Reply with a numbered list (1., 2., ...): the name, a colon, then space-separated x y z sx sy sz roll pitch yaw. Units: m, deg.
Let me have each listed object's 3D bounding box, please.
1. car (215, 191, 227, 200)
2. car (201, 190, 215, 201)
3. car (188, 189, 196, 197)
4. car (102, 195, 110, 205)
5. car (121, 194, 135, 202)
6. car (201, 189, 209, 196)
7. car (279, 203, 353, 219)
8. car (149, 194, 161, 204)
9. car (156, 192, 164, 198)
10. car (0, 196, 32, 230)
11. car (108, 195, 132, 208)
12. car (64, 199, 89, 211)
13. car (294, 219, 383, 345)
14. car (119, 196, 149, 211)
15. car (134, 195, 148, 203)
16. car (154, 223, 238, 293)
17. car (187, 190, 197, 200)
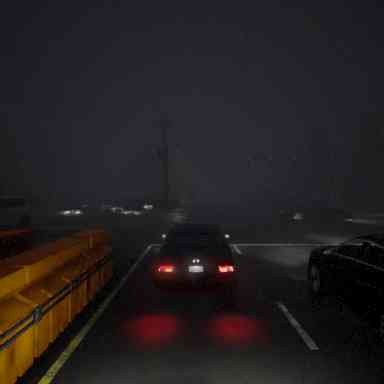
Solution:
1. car: 7.023 1.108 77.258 1.994 1.385 4.181 0 3 0
2. car: 3.526 0.948 76.541 2.097 1.767 4.553 0 3 0
3. car: -0.021 0.116 88.533 1.882 1.535 5.008 0 7 0
4. car: -13.996 1.352 57.228 2.097 1.767 4.553 0 0 0
5. car: -13.959 1.328 72.411 2.033 1.411 5.357 0 2 0
6. car: 3.479 0.190 88.555 1.994 1.385 4.181 0 7 0
7. car: 9.628 1.547 26.235 5.357 1.411 2.033 0 0 10
8. car: -7.000 1.490 57.185 2.128 1.511 4.902 0 0 0
9. car: -6.960 0.998 72.745 2.150 2.045 5.566 0 2 0
10. car: -10.572 1.223 17.491 2.150 2.045 5.566 0 0 0
11. car: -10.516 1.546 49.708 2.033 1.411 5.357 0 0 0
12. car: -14.034 1.564 40.679 1.994 1.385 4.181 0 0 0
13. car: 3.577 1.492 5.811 2.128 1.511 4.902 0 0 0
14. car: -7.033 1.548 40.878 2.033 1.411 5.357 0 0 0
15. car: -10.449 1.472 68.125 2.033 1.411 5.357 0 1 0
16. car: 0.096 1.547 8.990 2.033 1.411 5.357 0 0 0
17. car: 0.027 1.097 76.444 1.837 1.490 4.892 0 3 0
